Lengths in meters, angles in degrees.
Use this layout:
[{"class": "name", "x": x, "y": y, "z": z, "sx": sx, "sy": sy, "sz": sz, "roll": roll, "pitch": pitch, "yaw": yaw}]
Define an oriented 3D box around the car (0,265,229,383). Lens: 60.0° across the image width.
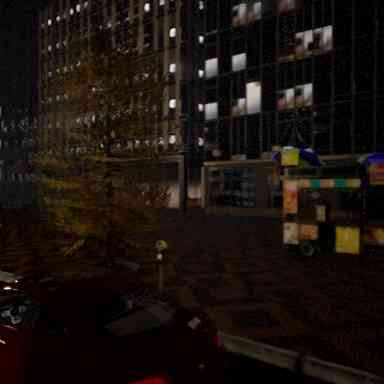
[{"class": "car", "x": -1.589, "y": 1.574, "z": 3.982, "sx": 4.206, "sy": 1.307, "sz": 1.802, "roll": 0, "pitch": 1, "yaw": 35}]
